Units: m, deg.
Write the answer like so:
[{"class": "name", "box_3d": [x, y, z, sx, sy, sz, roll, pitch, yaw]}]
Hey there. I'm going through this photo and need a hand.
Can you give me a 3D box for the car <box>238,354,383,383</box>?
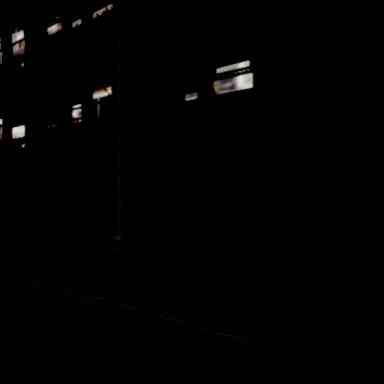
[{"class": "car", "box_3d": [2.006, 1.570, 1.452, 4.313, 1.339, 1.947, 0, 0, 35]}]
